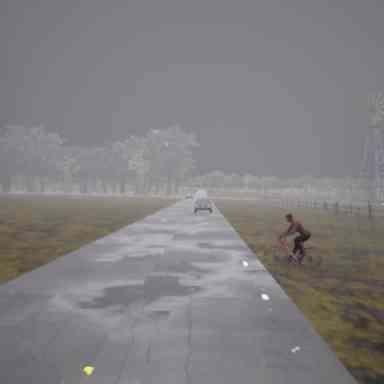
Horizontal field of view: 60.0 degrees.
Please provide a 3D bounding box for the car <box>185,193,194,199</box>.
[{"bbox_3d":[-0.499,0.997,71.047,1.882,1.535,5.008,0,0,2],"label":"car"}]

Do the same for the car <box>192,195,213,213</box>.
[{"bbox_3d":[1.178,1.376,34.960,2.033,1.411,5.357,1,0,2],"label":"car"}]

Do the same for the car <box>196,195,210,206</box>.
[{"bbox_3d":[1.648,1.221,49.411,1.882,1.535,5.008,0,1,2],"label":"car"}]

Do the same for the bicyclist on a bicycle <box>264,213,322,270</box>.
[{"bbox_3d":[2.942,1.453,9.633,1.656,1.620,0.582,2,0,2],"label":"bicyclist on a bicycle"}]
